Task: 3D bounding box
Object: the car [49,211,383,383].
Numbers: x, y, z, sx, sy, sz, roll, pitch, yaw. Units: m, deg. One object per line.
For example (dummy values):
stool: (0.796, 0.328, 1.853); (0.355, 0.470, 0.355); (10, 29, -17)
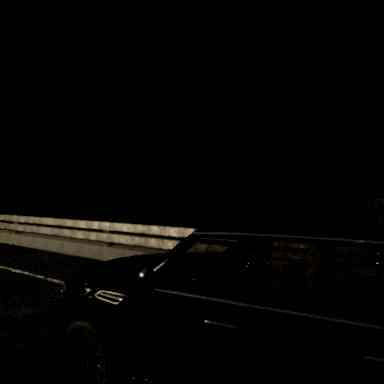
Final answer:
car: (0.909, 1.224, 3.344); (5.566, 2.045, 2.150); (0, 0, 35)
